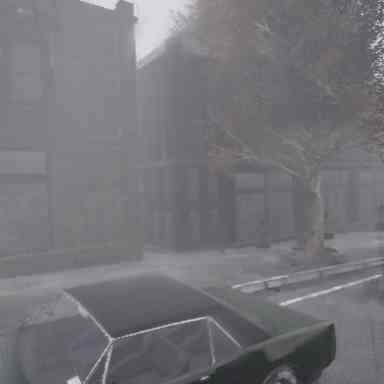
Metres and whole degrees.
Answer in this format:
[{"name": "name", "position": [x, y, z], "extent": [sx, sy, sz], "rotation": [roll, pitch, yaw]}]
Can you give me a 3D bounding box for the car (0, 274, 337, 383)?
[{"name": "car", "position": [-0.842, 1.599, 2.987], "extent": [4.718, 1.301, 1.895], "rotation": [0, 0, -35]}]
